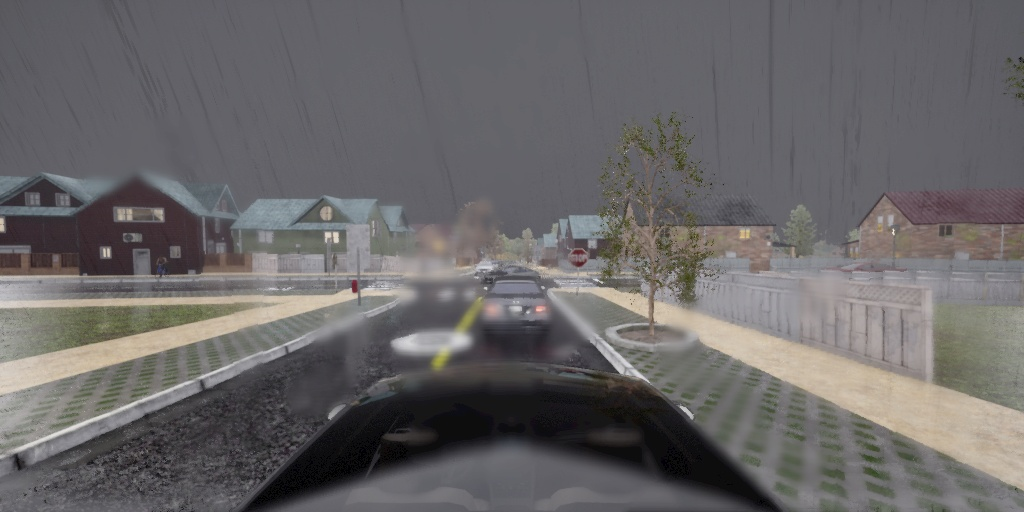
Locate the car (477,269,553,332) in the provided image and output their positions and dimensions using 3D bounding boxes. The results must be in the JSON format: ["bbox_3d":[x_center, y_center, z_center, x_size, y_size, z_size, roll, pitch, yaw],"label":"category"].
[{"bbox_3d":[0.105,1.291,10.787,2.033,1.411,5.357,0,0,0],"label":"car"}]

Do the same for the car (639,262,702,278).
[{"bbox_3d":[12.041,1.201,27.114,4.674,1.442,1.812,0,3,2],"label":"car"}]

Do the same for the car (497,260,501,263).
[{"bbox_3d":[-2.835,1.382,47.645,1.895,1.301,4.718,0,0,0],"label":"car"}]

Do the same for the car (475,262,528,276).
[{"bbox_3d":[0.006,1.382,23.854,4.181,1.385,1.994,-2,3,-41],"label":"car"}]

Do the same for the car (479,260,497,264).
[{"bbox_3d":[-2.802,1.285,37.714,1.812,1.442,4.674,0,0,-2],"label":"car"}]

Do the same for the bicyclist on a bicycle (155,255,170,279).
[{"bbox_3d":[-24.877,0.758,25.514,0.582,1.620,1.656,0,3,-16],"label":"bicyclist on a bicycle"}]

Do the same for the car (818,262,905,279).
[{"bbox_3d":[25.257,1.208,26.045,5.008,1.535,1.882,1,3,8],"label":"car"}]

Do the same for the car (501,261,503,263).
[{"bbox_3d":[-2.830,1.361,58.178,2.033,1.411,5.357,0,0,0],"label":"car"}]
